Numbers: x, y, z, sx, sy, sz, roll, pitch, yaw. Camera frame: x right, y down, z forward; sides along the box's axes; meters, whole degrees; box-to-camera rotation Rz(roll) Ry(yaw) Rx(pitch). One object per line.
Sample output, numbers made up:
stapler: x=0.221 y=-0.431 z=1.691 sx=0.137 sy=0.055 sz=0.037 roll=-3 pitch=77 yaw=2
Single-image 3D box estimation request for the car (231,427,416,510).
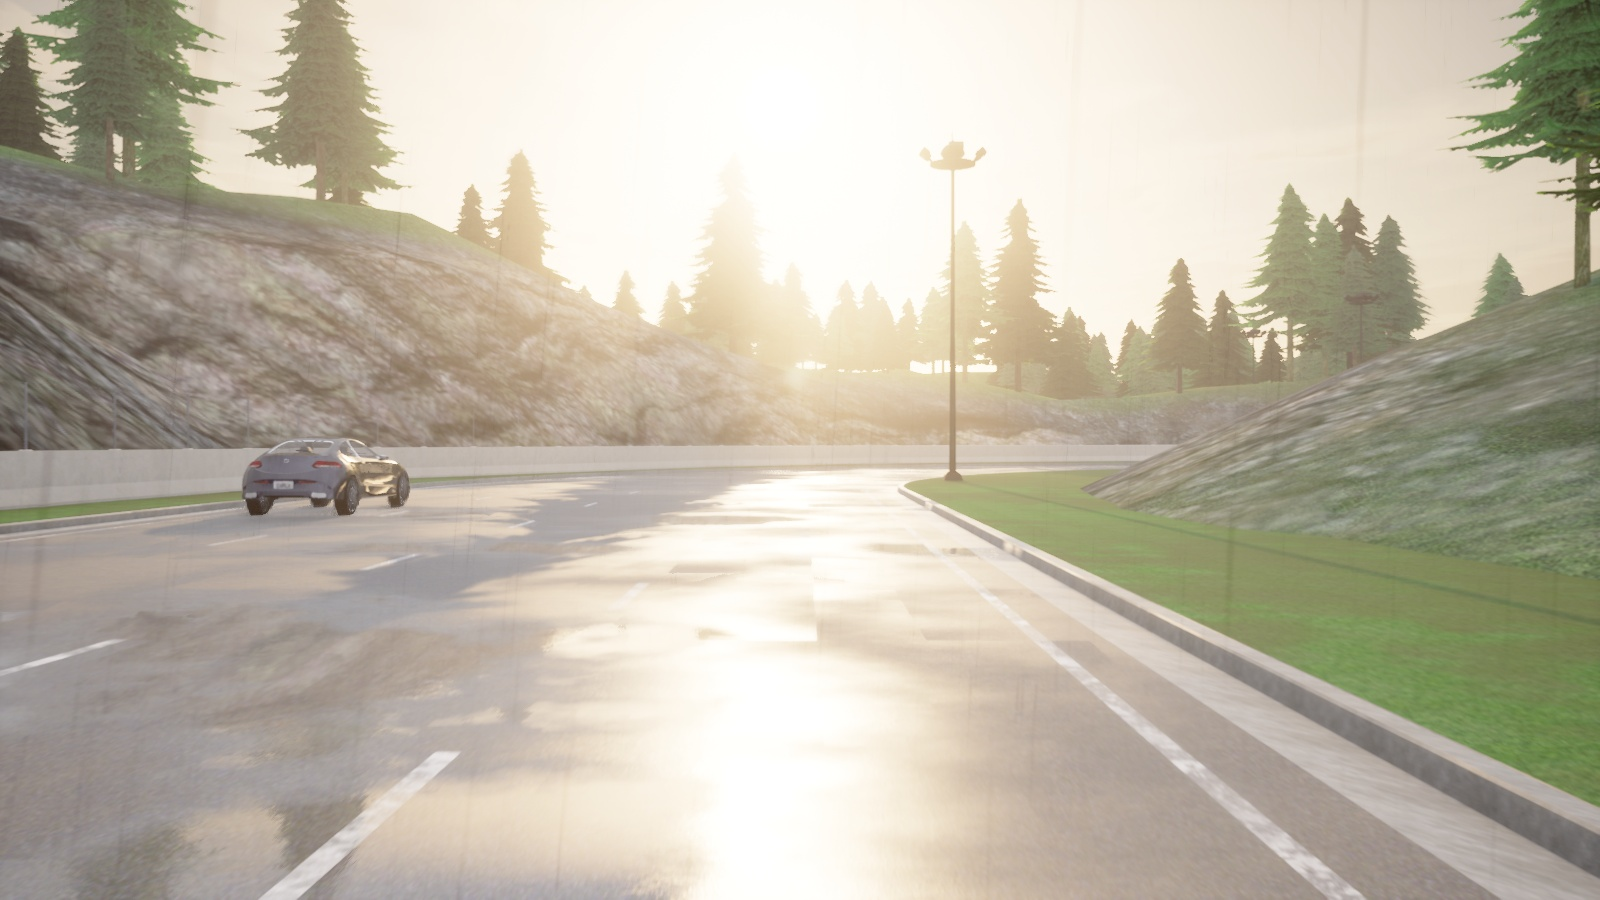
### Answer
car: x=-10.327 y=0.360 z=27.708 sx=2.152 sy=1.651 sz=5.027 roll=0 pitch=0 yaw=0
